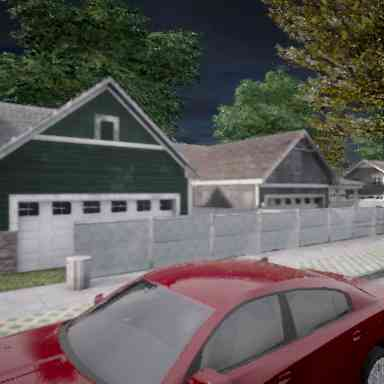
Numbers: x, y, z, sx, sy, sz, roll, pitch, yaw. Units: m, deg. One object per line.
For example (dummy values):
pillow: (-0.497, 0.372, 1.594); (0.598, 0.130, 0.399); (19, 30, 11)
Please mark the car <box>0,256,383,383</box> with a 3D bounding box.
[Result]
car: (0.120, 1.476, 3.159); (5.008, 1.535, 1.882); (0, 0, -36)
